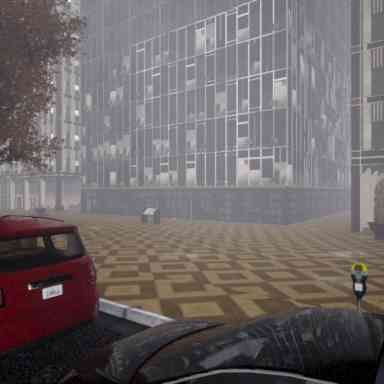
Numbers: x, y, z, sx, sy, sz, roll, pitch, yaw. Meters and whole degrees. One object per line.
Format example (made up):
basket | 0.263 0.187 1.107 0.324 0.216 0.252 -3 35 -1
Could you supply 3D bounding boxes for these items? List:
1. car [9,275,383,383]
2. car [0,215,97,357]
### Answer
car | 0.827 1.566 2.287 4.313 1.339 1.947 0 0 36
car | -3.665 1.315 5.501 5.009 1.841 2.192 0 0 36
